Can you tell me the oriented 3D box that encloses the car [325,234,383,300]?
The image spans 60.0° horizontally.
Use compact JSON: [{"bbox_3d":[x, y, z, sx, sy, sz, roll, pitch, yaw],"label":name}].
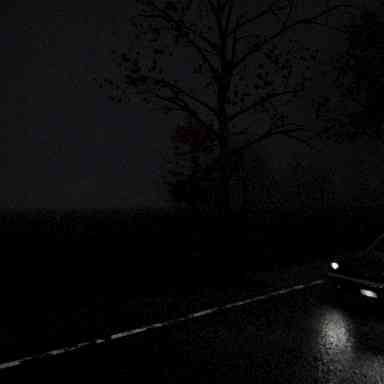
[{"bbox_3d":[5.115,1.602,7.569,4.718,1.301,1.895,0,0,-36],"label":"car"}]
